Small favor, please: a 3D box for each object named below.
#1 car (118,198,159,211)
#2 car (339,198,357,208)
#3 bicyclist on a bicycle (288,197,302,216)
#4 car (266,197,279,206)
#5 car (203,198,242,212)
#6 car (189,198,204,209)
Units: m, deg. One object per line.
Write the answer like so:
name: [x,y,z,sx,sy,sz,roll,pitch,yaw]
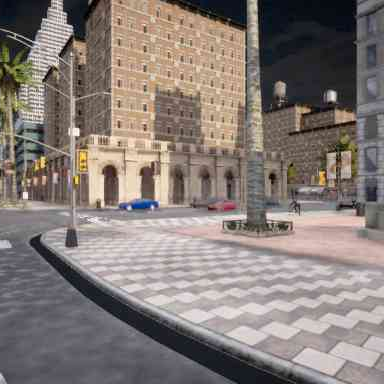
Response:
car: [-6.546,1.478,40.901,5.008,1.535,1.882,0,0,-33]
car: [22.875,1.564,47.385,4.181,1.385,1.994,0,0,-34]
bicyclist on a bicycle: [9.170,1.301,29.683,0.582,1.620,1.656,0,0,-33]
car: [11.409,1.547,52.622,5.357,1.411,2.033,0,0,-33]
car: [3.877,1.564,39.121,4.181,1.385,1.994,0,0,-33]
car: [2.241,1.547,46.635,5.357,1.411,2.033,0,0,-33]
